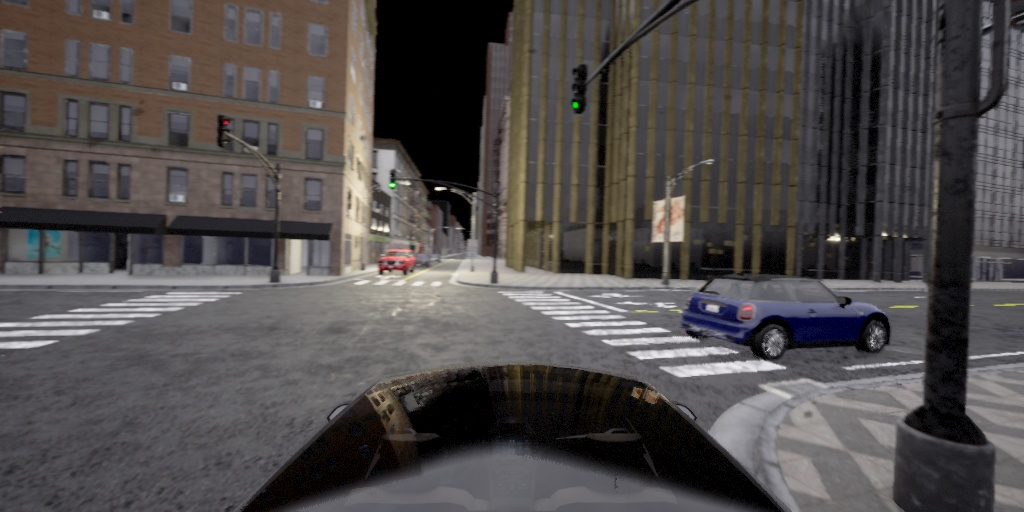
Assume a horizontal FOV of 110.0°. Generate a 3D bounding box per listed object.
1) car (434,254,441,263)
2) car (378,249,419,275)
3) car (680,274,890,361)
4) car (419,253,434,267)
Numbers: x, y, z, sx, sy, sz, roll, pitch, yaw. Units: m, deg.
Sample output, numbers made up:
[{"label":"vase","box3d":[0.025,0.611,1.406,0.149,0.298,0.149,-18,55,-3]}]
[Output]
[{"label":"car","box3d":[-13.209,0.389,61.579,2.128,1.511,4.902,2,0,-7]},{"label":"car","box3d":[-9.492,0.453,29.885,2.150,2.045,5.566,2,0,-7]},{"label":"car","box3d":[6.475,1.238,8.559,4.553,1.767,2.097,2,1,-16]},{"label":"car","box3d":[-11.162,0.432,43.918,2.097,1.767,4.553,2,0,-7]}]
